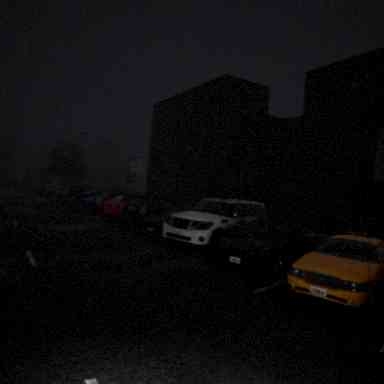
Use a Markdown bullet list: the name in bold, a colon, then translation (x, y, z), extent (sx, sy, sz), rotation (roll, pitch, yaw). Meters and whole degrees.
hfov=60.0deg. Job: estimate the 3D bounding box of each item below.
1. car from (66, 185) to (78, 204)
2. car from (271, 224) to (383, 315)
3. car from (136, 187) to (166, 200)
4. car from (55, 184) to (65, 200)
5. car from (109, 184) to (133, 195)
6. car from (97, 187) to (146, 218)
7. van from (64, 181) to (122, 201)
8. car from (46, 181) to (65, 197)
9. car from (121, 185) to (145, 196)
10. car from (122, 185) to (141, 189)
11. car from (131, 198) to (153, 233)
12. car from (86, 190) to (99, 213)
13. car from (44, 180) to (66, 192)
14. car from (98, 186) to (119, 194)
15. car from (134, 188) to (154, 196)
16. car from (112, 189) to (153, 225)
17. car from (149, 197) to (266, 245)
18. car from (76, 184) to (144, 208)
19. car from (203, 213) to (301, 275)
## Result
- **car**: translation (-8.047, 0.632, 29.415), extent (2.097, 1.535, 5.008), rotation (5, -1, 39)
- **car**: translation (4.223, 1.810, 8.712), extent (1.946, 1.575, 5.366), rotation (6, 0, 39)
- **car**: translation (-8.114, 0.258, 65.897), extent (5.566, 2.045, 2.435), rotation (6, 1, 37)
- **car**: translation (-11.143, 0.379, 34.552), extent (2.002, 1.452, 4.674), rotation (6, 0, 39)
- **car**: translation (-17.100, -0.586, 80.243), extent (5.566, 2.045, 2.435), rotation (4, 0, 37)
- **car**: translation (-3.404, 0.948, 21.687), extent (2.185, 1.767, 4.553), rotation (5, 0, 39)
- **van**: translation (-9.500, 0.269, 32.079), extent (1.878, 1.987, 4.442), rotation (5, 0, 39)
- **car**: translation (-12.815, 0.176, 36.971), extent (1.946, 1.575, 5.366), rotation (6, 0, 39)
- **car**: translation (-14.514, -0.361, 81.864), extent (5.566, 2.045, 2.435), rotation (4, -1, 37)
- **car**: translation (-13.019, -0.169, 62.675), extent (5.566, 2.045, 2.435), rotation (6, 1, 37)
- **car**: translation (-0.316, 1.401, 16.543), extent (2.163, 1.488, 4.792), rotation (6, 0, 39)
- **car**: translation (-4.942, 0.968, 24.279), extent (2.002, 1.452, 4.674), rotation (6, 0, 39)
- **car**: translation (-15.784, -0.353, 42.274), extent (2.435, 2.045, 5.566), rotation (5, 0, 39)
- **car**: translation (-19.656, -0.527, 78.603), extent (4.792, 1.488, 2.163), rotation (4, 0, 37)
- **car**: translation (-12.042, -0.019, 83.531), extent (4.553, 1.767, 2.185), rotation (4, -1, 37)
- **car**: translation (-1.859, 1.096, 19.119), extent (2.185, 1.767, 4.553), rotation (5, 0, 39)
- **car**: translation (1.256, 1.271, 13.975), extent (2.435, 2.045, 5.566), rotation (6, 0, 39)
- **car**: translation (-6.451, 0.658, 26.869), extent (2.185, 1.767, 4.553), rotation (6, 0, 39)
- **car**: translation (2.770, 1.701, 11.404), extent (2.163, 1.488, 4.792), rotation (6, 0, 39)
